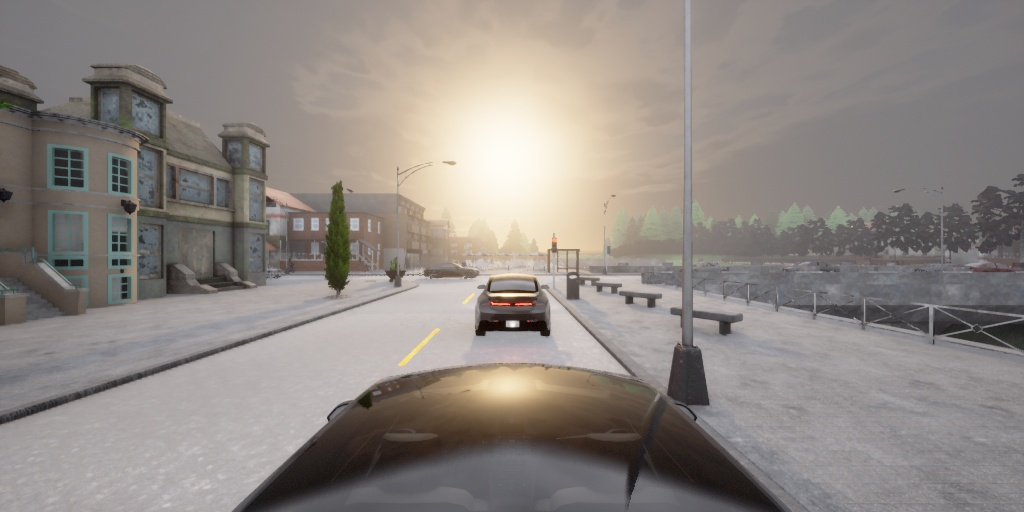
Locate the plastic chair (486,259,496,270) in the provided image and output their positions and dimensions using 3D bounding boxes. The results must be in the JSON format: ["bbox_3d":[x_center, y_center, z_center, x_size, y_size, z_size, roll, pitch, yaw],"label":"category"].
[{"bbox_3d":[-2.957,1.279,50.644,0.730,1.272,0.750,0,0,0],"label":"plastic chair"}]

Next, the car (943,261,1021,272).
[{"bbox_3d":[40.800,1.228,30.749,5.008,1.535,1.882,0,0,0],"label":"car"}]

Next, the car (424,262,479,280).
[{"bbox_3d":[-5.166,1.275,30.748,4.674,1.442,1.812,0,0,0],"label":"car"}]

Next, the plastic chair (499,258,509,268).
[{"bbox_3d":[-1.256,1.279,56.544,0.750,1.272,0.730,0,0,0],"label":"plastic chair"}]

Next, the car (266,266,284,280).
[{"bbox_3d":[-22.222,1.276,30.762,4.674,1.442,1.812,0,0,0],"label":"car"}]

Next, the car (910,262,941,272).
[{"bbox_3d":[41.608,1.314,34.916,4.181,1.385,1.994,0,0,0],"label":"car"}]

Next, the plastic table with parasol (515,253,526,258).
[{"bbox_3d":[1.164,0.675,65.354,2.482,2.480,2.482,0,0,0],"label":"plastic table with parasol"}]

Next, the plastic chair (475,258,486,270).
[{"bbox_3d":[-4.357,1.279,49.544,0.750,1.272,0.730,0,0,0],"label":"plastic chair"}]

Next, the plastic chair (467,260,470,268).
[{"bbox_3d":[-5.557,1.279,50.844,0.730,1.272,0.750,0,0,0],"label":"plastic chair"}]

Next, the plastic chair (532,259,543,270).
[{"bbox_3d":[3.443,1.279,48.744,0.750,1.272,0.730,0,0,0],"label":"plastic chair"}]

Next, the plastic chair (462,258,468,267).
[{"bbox_3d":[-7.053,1.279,56.176,0.750,1.272,0.730,0,0,-1],"label":"plastic chair"}]

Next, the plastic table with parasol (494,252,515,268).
[{"bbox_3d":[-1.206,0.675,57.744,2.482,2.480,2.482,0,0,0],"label":"plastic table with parasol"}]

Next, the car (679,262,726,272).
[{"bbox_3d":[18.647,1.314,34.947,4.181,1.385,1.994,0,0,0],"label":"car"}]

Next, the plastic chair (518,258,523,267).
[{"bbox_3d":[1.047,1.279,64.176,0.750,1.272,0.730,0,0,-1],"label":"plastic chair"}]

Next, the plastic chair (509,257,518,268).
[{"bbox_3d":[0.144,1.279,57.644,0.730,1.272,0.750,0,0,0],"label":"plastic chair"}]

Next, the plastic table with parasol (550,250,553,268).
[{"bbox_3d":[4.994,0.675,58.644,2.482,2.480,2.482,0,0,0],"label":"plastic table with parasol"}]

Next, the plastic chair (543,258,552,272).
[{"bbox_3d":[4.843,1.279,49.844,0.730,1.272,0.750,0,0,0],"label":"plastic chair"}]

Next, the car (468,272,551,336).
[{"bbox_3d":[0.035,1.255,10.345,1.837,1.490,4.892,0,0,1],"label":"car"}]

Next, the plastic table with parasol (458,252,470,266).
[{"bbox_3d":[-7.126,0.675,57.355,2.482,2.480,2.482,0,0,0],"label":"plastic table with parasol"}]

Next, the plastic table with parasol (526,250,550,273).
[{"bbox_3d":[3.583,0.675,50.014,2.482,2.480,2.482,0,0,0],"label":"plastic table with parasol"}]

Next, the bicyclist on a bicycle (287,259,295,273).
[{"bbox_3d":[-24.188,1.099,39.139,0.582,1.620,1.656,0,0,0],"label":"bicyclist on a bicycle"}]

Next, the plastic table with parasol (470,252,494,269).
[{"bbox_3d":[-4.237,0.675,50.764,2.482,2.480,2.482,0,0,0],"label":"plastic table with parasol"}]

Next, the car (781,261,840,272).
[{"bbox_3d":[28.996,1.254,34.946,4.892,1.490,1.837,0,0,0],"label":"car"}]

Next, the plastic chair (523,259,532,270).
[{"bbox_3d":[2.243,1.279,50.044,0.730,1.272,0.750,0,0,0],"label":"plastic chair"}]
